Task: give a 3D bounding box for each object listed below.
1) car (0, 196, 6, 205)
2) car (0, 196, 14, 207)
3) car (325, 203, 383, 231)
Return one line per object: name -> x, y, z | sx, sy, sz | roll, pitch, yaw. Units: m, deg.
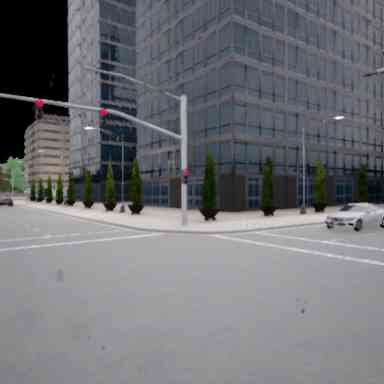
car -> -33.136, 1.467, 56.800 | 2.033, 1.411, 5.357 | -1, 0, -33
car -> -27.165, 1.426, 48.289 | 1.837, 1.490, 4.892 | -1, 0, -35
car -> 9.801, 1.394, 19.578 | 4.674, 1.442, 1.812 | -1, 0, -35
